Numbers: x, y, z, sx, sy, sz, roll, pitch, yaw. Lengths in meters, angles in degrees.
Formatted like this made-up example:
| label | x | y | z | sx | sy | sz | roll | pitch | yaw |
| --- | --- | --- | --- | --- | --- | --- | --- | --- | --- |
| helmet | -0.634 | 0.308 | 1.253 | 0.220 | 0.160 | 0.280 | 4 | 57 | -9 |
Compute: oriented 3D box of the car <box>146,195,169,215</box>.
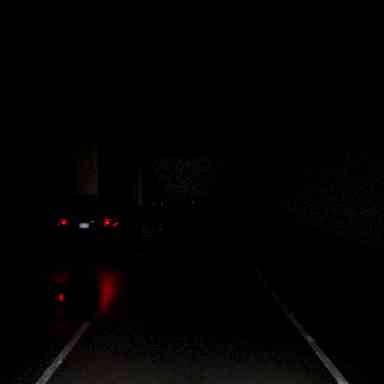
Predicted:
| label | x | y | z | sx | sy | sz | roll | pitch | yaw |
| --- | --- | --- | --- | --- | --- | --- | --- | --- | --- |
| car | -3.388 | 1.143 | 31.455 | 2.097 | 1.767 | 4.553 | 0 | 0 | 0 |

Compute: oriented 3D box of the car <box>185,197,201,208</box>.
| label | x | y | z | sx | sy | sz | roll | pitch | yaw |
| --- | --- | --- | --- | --- | --- | --- | --- | --- | --- |
| car | 0.116 | 1.273 | 41.401 | 2.033 | 1.411 | 5.357 | 0 | 0 | 0 |

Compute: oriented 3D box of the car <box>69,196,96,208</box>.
| label | x | y | z | sx | sy | sz | roll | pitch | yaw |
| --- | --- | --- | --- | --- | --- | --- | --- | --- | --- |
| car | -14.067 | 1.279 | 42.934 | 1.994 | 1.385 | 4.181 | 0 | 0 | 0 |

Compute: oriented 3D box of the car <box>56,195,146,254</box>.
| label | x | y | z | sx | sy | sz | roll | pitch | yaw |
| --- | --- | --- | --- | --- | --- | --- | --- | --- | --- |
| car | -3.395 | 1.134 | 13.166 | 2.150 | 2.045 | 5.566 | 0 | 0 | 0 |
